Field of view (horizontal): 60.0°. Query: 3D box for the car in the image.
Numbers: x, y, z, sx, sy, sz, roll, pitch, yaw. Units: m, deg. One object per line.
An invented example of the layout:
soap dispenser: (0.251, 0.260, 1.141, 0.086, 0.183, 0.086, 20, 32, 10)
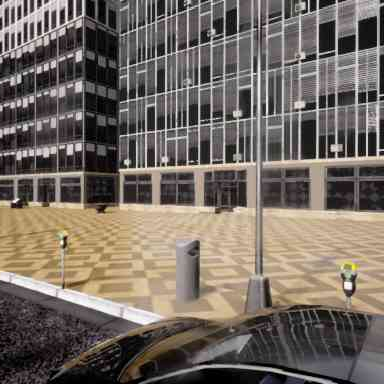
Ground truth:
car: (0.735, 1.566, 2.345, 4.313, 1.339, 1.947, 0, 0, 35)
